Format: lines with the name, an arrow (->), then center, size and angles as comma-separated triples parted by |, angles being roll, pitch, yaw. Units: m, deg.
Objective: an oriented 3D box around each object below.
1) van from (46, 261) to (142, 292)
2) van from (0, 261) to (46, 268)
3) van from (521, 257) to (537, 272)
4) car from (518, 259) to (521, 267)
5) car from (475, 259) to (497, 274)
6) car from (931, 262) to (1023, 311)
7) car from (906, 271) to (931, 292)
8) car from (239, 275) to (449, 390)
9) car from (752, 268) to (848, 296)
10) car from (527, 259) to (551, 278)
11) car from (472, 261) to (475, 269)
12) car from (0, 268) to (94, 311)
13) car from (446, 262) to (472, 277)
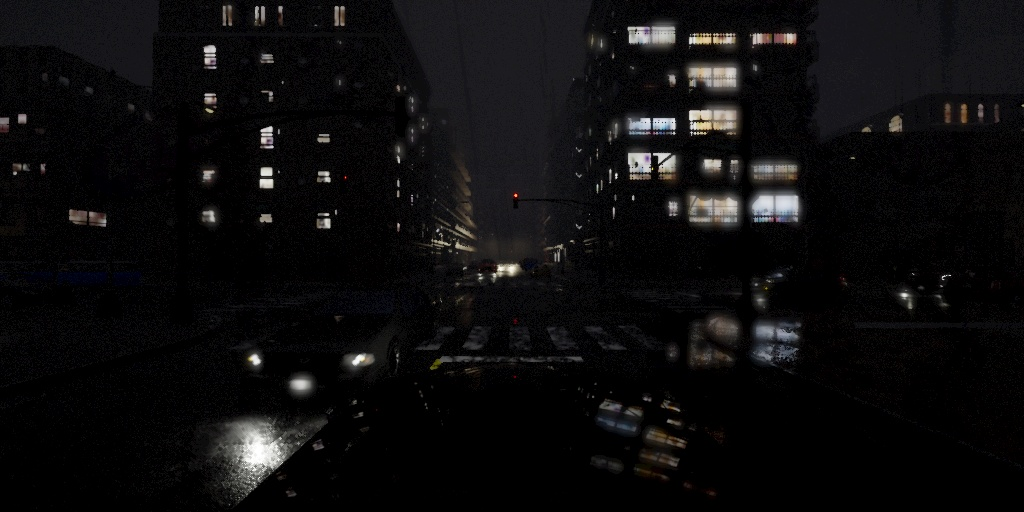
van -> -24.852, 1.189, 21.600 | 3.998, 1.789, 1.690 | 0, 0, 1
van -> -30.447, 1.200, 21.674 | 3.998, 1.789, 1.690 | 0, 0, 1
van -> 2.495, 1.116, 47.400 | 1.690, 1.789, 3.998 | 0, 0, 0
car -> 2.450, 1.096, 53.054 | 2.192, 1.841, 5.009 | 0, 0, 0
car -> -2.841, 1.117, 42.362 | 2.097, 1.767, 4.553 | 0, 0, 0
car -> 18.663, 1.102, 13.140 | 4.097, 1.591, 1.967 | 0, 0, 1
car -> 23.387, 1.073, 18.503 | 4.553, 1.767, 2.097 | 0, -1, 1
car -> -2.762, 1.299, 7.347 | 2.033, 1.411, 5.357 | 0, 0, 0
car -> 14.689, 1.303, 18.617 | 4.181, 1.385, 1.994 | 0, -1, 1
car -> 2.624, 1.287, 33.567 | 1.751, 1.417, 4.829 | 0, 0, 0
car -> -5.430, 1.363, 52.977 | 1.802, 1.307, 4.207 | 0, 0, 0
car -> -19.364, 1.289, 13.646 | 4.403, 1.370, 2.007 | 0, 0, 1
car -> -5.521, 1.315, 36.004 | 2.007, 1.370, 4.403 | 0, 0, 0
